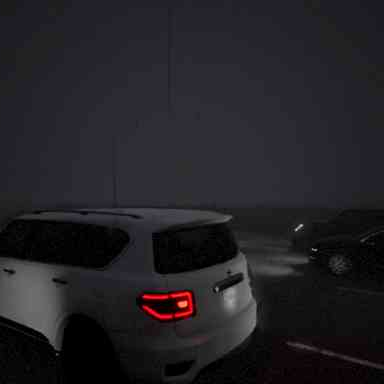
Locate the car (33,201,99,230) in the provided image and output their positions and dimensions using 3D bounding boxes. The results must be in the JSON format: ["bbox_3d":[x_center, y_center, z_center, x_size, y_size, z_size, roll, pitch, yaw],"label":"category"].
[{"bbox_3d":[-8.799,1.557,23.169,4.553,1.767,2.097,-1,0,36],"label":"car"}]

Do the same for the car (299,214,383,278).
[{"bbox_3d":[5.593,1.507,8.601,4.892,1.490,1.837,-1,-1,35],"label":"car"}]

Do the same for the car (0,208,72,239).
[{"bbox_3d":[-9.536,1.737,19.395,5.357,1.411,2.033,-1,0,35],"label":"car"}]

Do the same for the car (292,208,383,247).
[{"bbox_3d":[6.155,1.373,12.500,4.553,1.767,2.097,-1,0,36],"label":"car"}]

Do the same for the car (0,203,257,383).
[{"bbox_3d":[-1.754,1.265,5.244,5.566,2.045,2.150,-1,0,36],"label":"car"}]

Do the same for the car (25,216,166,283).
[{"bbox_3d":[-3.201,1.612,10.577,4.674,1.442,1.812,-1,0,35],"label":"car"}]
